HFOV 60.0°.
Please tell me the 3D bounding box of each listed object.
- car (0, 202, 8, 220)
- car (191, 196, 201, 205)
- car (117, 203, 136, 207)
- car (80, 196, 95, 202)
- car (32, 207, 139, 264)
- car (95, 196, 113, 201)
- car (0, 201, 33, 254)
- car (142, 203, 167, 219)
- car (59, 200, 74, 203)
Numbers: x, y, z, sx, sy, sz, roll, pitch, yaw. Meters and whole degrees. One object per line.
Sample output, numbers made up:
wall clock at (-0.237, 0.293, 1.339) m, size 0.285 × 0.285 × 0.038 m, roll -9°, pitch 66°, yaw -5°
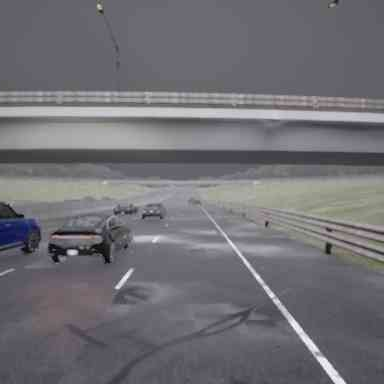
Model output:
car at (-17.599, 1.623, 27.495) m, size 2.128 × 1.511 × 4.902 m, roll 0°, pitch -1°, yaw 0°
car at (1.213, 2.401, 78.733) m, size 1.837 × 1.490 × 4.892 m, roll 0°, pitch -1°, yaw 0°
car at (-6.906, 1.826, 35.371) m, size 1.895 × 1.301 × 4.718 m, roll 0°, pitch -1°, yaw 0°
car at (-21.010, 1.913, 67.584) m, size 2.150 × 2.045 × 5.566 m, roll 0°, pitch -1°, yaw 0°
car at (-3.402, 1.519, 11.893) m, size 2.128 × 1.511 × 4.902 m, roll 0°, pitch 0°, yaw 0°
car at (-17.511, 1.915, 68.002) m, size 2.150 × 2.045 × 5.566 m, roll 0°, pitch -1°, yaw 0°
car at (-6.902, 1.243, 10.504) m, size 2.150 × 2.045 × 5.566 m, roll 0°, pitch 0°, yaw 0°
car at (-3.405, 1.712, 30.454) m, size 2.033 × 1.411 × 5.357 m, roll 0°, pitch -1°, yaw 0°
car at (-24.511, 2.254, 65.352) m, size 1.895 × 1.301 × 4.718 m, roll 0°, pitch -1°, yaw 0°
